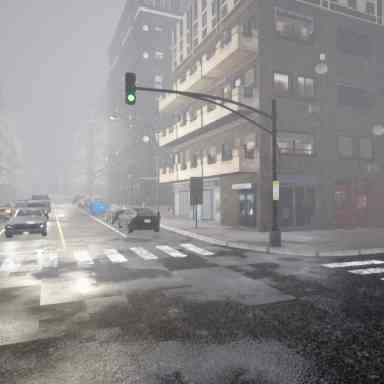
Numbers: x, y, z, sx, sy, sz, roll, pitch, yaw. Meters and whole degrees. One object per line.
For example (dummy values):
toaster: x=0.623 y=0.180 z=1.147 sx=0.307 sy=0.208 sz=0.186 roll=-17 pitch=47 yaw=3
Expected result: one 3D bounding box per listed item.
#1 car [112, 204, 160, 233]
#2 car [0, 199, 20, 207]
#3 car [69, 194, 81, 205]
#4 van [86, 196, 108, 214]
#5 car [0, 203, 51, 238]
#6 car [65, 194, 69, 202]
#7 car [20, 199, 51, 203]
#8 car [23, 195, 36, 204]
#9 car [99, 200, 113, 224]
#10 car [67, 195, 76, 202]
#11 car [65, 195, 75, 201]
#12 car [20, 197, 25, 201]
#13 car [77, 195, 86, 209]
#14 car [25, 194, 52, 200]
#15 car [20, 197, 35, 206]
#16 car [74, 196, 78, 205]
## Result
car: x=-3.177 y=1.579 z=19.564 sx=1.947 sy=1.339 sz=4.313 roll=1 pitch=0 yaw=-23
car: x=-15.310 y=1.457 z=26.659 sx=1.967 sy=1.590 sz=4.097 roll=1 pitch=0 yaw=-23
car: x=-20.877 y=1.359 z=61.089 sx=2.192 sy=1.841 sz=5.009 roll=1 pitch=0 yaw=-23
van: x=-9.812 y=1.364 z=35.137 sx=1.690 sy=1.788 sz=3.998 roll=1 pitch=0 yaw=-23
car: x=-8.902 y=1.559 z=18.192 sx=2.033 sy=1.411 sz=5.357 roll=0 pitch=0 yaw=-23
car: x=-27.521 y=1.609 z=76.660 sx=2.008 sy=1.369 sz=4.403 roll=1 pitch=0 yaw=-23
car: x=-12.779 y=1.543 z=27.306 sx=1.812 sy=1.442 sz=4.674 roll=0 pitch=0 yaw=-23
car: x=-30.801 y=1.486 z=62.993 sx=1.967 sy=1.590 sz=4.097 roll=1 pitch=0 yaw=-23
car: x=-5.390 y=1.567 z=24.755 sx=2.008 sy=1.369 sz=4.403 roll=1 pitch=0 yaw=-23
car: x=-29.800 y=1.588 z=82.008 sx=1.752 sy=1.417 sz=4.829 roll=1 pitch=0 yaw=-23
car: x=-31.947 y=1.618 z=87.040 sx=2.008 sy=1.369 sz=4.403 roll=1 pitch=0 yaw=-23
car: x=-24.163 y=1.577 z=47.421 sx=1.887 sy=1.381 sz=4.507 roll=1 pitch=0 yaw=-23
car: x=-14.308 y=1.556 z=45.673 sx=1.752 sy=1.417 sz=4.829 roll=1 pitch=0 yaw=-23
car: x=-16.962 y=1.246 z=37.195 sx=2.150 sy=2.045 sz=5.566 roll=0 pitch=0 yaw=-22
car: x=-28.590 y=1.592 z=57.801 sx=2.008 sy=1.369 sz=4.403 roll=1 pitch=0 yaw=-23
car: x=-16.456 y=1.617 z=50.707 sx=1.802 sy=1.307 sz=4.206 roll=1 pitch=0 yaw=-23
